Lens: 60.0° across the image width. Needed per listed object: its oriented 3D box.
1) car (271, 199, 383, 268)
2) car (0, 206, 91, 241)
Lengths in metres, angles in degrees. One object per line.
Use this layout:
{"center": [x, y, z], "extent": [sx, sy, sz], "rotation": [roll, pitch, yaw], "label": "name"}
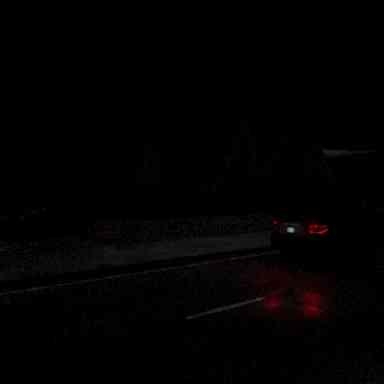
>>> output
{"center": [5.211, 1.262, 11.737], "extent": [5.566, 2.045, 2.150], "rotation": [0, 0, -35], "label": "car"}
{"center": [-7.675, 1.499, 16.905], "extent": [4.902, 1.511, 2.128], "rotation": [0, 0, -35], "label": "car"}
